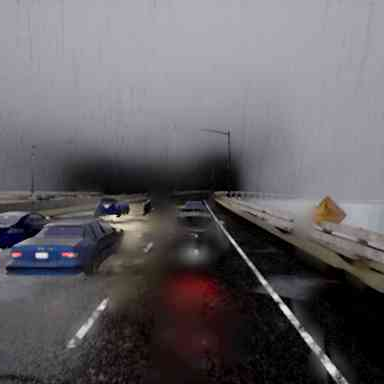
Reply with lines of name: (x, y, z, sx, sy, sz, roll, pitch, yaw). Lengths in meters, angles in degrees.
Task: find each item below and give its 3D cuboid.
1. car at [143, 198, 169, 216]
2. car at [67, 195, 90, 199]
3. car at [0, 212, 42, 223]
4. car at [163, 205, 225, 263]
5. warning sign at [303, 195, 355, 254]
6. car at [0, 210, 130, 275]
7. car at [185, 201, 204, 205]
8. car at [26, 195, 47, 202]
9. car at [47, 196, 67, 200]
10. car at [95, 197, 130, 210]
car: (-3.231, 1.314, 30.585, 1.882, 1.535, 5.008, 0, 0, 1)
car: (-17.063, 1.208, 51.755, 2.128, 1.511, 4.902, 0, 0, 1)
car: (-6.888, 1.492, 13.536, 1.994, 1.385, 4.181, 0, 0, 1)
car: (0.090, 1.445, 11.704, 1.837, 1.490, 4.892, 0, 1, 1)
warning sign: (4.562, 1.058, 11.191, 1.300, 1.860, 1.060, -1, -1, 0)
car: (-3.432, 1.495, 10.174, 2.033, 1.411, 5.357, 0, 0, 1)
car: (0.171, 1.415, 25.089, 2.033, 1.411, 5.357, 0, 0, 1)
car: (-24.055, 1.209, 51.918, 2.128, 1.511, 4.902, 0, 0, 2)
car: (-20.548, 1.278, 52.301, 1.994, 1.385, 4.181, 0, 0, 1)
car: (-6.765, 1.199, 28.639, 2.097, 1.767, 4.553, 0, 0, 1)
